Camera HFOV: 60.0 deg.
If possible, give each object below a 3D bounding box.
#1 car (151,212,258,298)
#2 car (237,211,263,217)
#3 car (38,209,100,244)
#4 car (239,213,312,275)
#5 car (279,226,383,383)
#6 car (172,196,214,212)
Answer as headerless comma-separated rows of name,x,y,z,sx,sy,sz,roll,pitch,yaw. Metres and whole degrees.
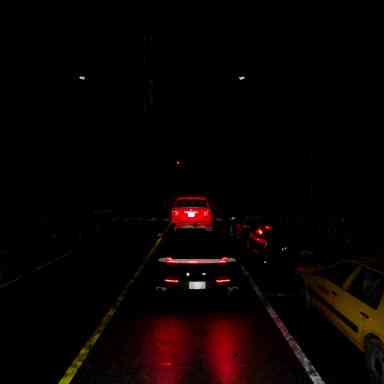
car,0.090,1.489,8.495,2.128,1.511,4.902,0,0,0
car,2.850,1.576,15.910,1.802,1.307,4.206,-1,0,0
car,-5.696,1.539,15.898,1.887,1.381,4.507,-1,0,0
car,2.855,1.562,10.325,1.947,1.339,4.313,-1,0,0
car,2.861,1.524,4.908,1.752,1.417,4.829,-1,0,0
car,0.047,1.214,18.843,2.150,2.045,5.566,0,0,2
